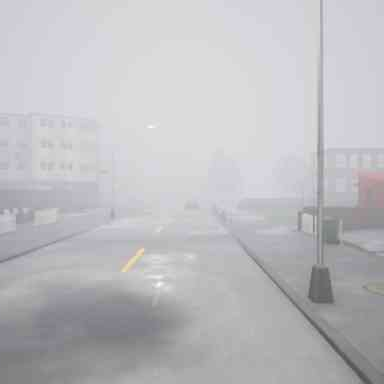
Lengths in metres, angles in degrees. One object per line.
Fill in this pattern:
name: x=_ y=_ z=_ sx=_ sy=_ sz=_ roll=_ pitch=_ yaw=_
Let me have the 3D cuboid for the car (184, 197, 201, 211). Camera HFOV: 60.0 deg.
car: x=0.013 y=1.523 z=41.657 sx=2.128 sy=1.511 sz=4.902 roll=0 pitch=0 yaw=0

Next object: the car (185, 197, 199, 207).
car: x=0.013 y=1.531 z=51.941 sx=2.128 sy=1.511 sz=4.902 roll=0 pitch=0 yaw=0
